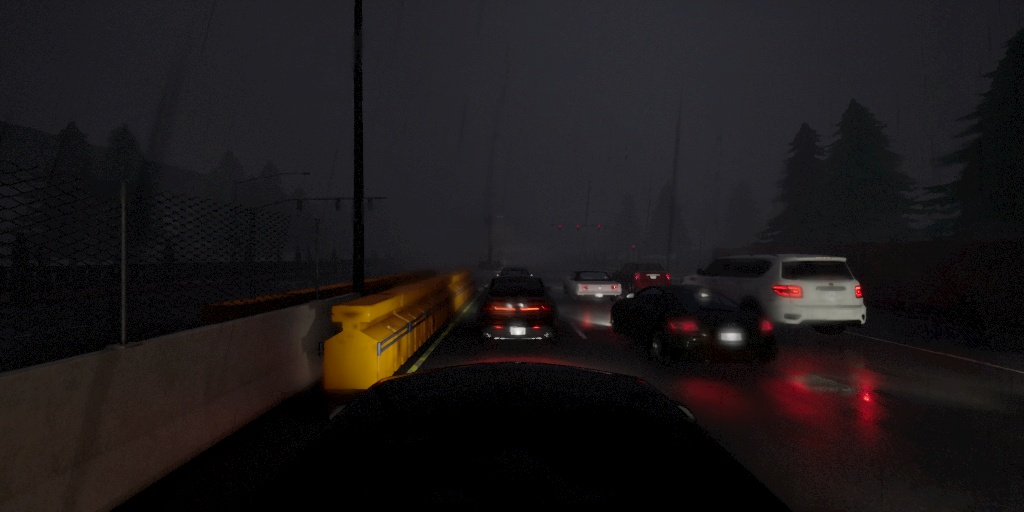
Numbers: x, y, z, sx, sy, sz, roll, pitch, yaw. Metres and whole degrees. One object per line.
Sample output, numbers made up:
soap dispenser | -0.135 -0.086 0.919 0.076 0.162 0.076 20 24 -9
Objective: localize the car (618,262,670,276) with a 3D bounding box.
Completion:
car | 7.152 1.102 20.255 2.097 1.767 4.553 0 0 0

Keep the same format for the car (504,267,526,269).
car | 0.147 1.297 19.118 2.033 1.411 5.357 0 0 0

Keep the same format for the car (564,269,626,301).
car | 3.643 1.351 17.152 1.895 1.301 4.718 0 0 0

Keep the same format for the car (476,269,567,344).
car | 0.122 1.255 9.601 1.837 1.490 4.892 0 0 0

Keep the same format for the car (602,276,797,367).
car | 3.626 1.314 7.970 1.994 1.385 4.181 0 0 -1

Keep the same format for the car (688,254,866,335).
car | 7.126 0.971 10.669 2.150 2.045 5.566 0 0 0
